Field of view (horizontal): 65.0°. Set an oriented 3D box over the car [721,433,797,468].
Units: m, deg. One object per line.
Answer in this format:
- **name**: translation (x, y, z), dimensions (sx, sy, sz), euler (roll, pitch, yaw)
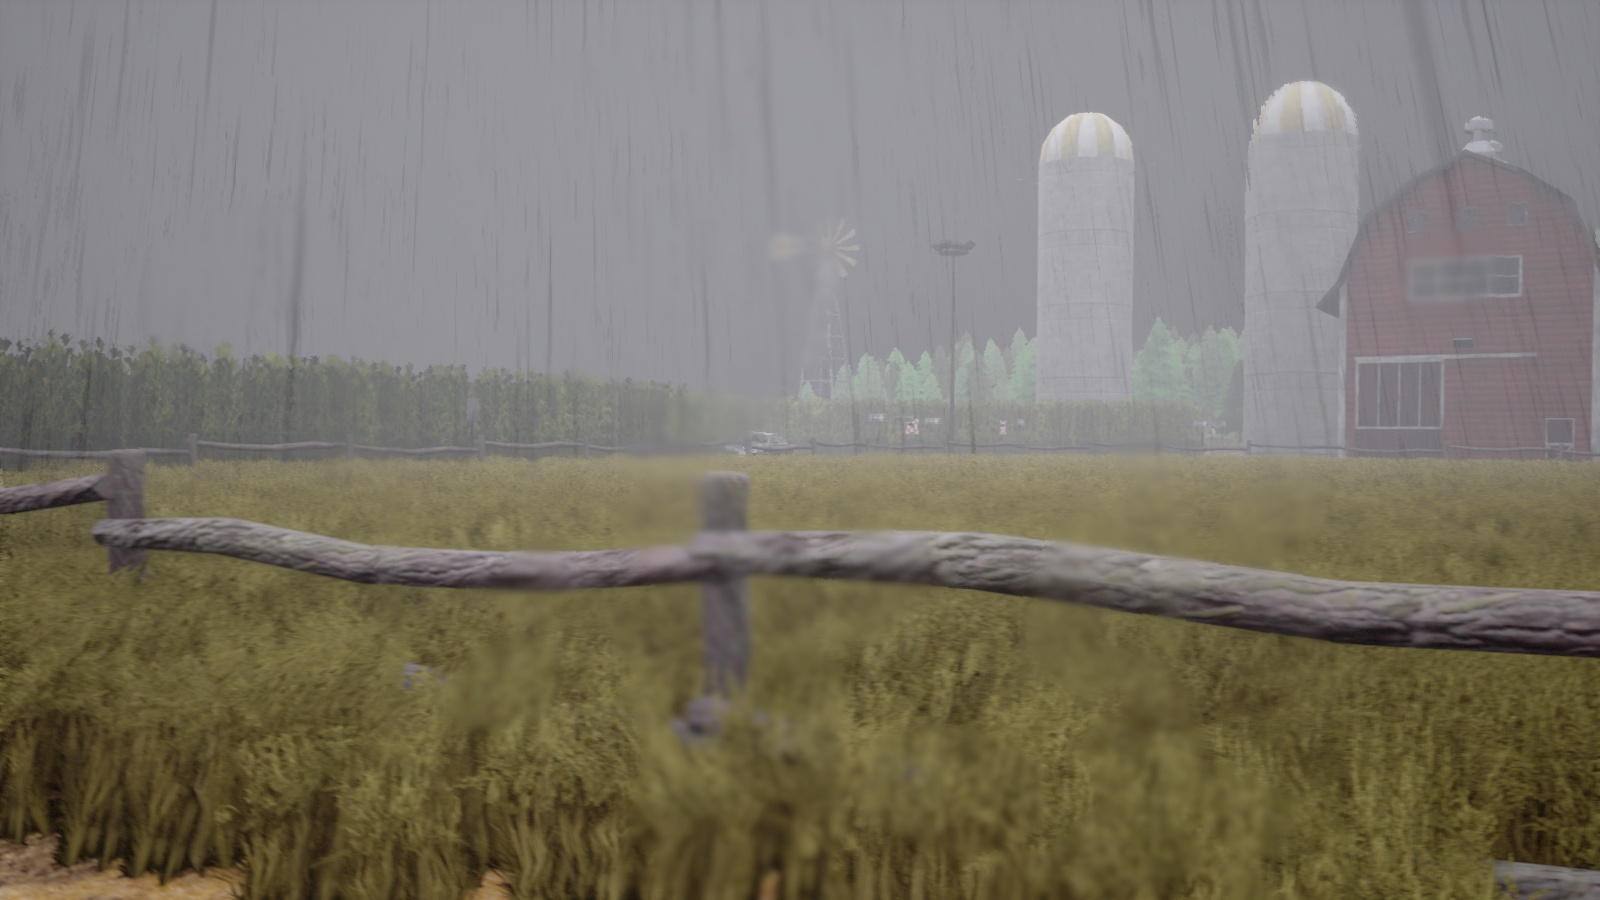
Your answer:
- **car**: translation (-1.764, -0.016, 55.683), dimensions (1.970, 1.475, 3.806), euler (0, 1, 22)
